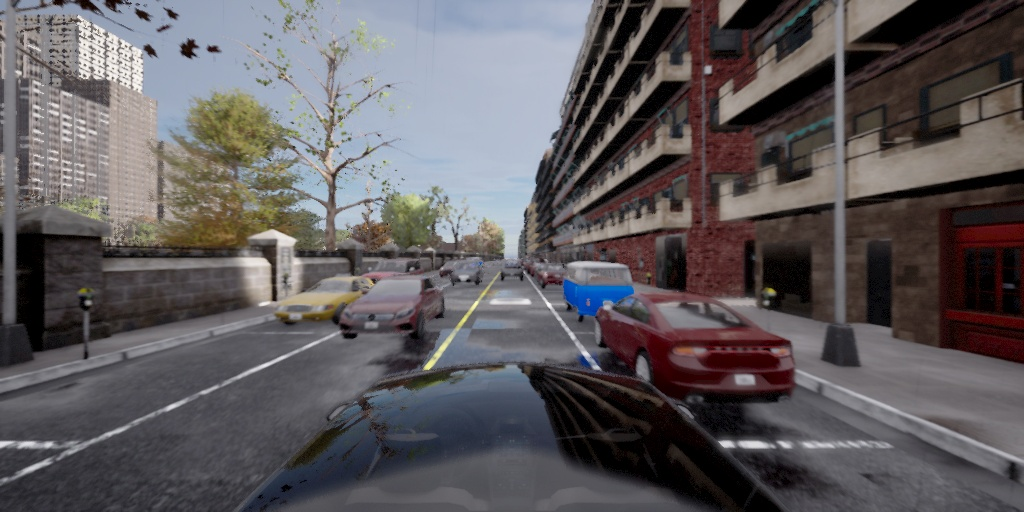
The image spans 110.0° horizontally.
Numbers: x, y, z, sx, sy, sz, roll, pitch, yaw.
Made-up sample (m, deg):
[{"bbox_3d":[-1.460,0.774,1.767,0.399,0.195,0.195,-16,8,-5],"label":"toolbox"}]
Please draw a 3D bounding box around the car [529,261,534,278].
[{"bbox_3d":[2.691,1.298,28.895,2.007,1.370,4.403,0,0,0],"label":"car"}]

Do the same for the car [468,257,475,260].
[{"bbox_3d":[-5.688,1.191,40.155,1.967,1.591,4.097,0,0,0],"label":"car"}]

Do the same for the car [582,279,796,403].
[{"bbox_3d":[2.691,1.293,6.374,1.888,1.381,4.507,0,0,0],"label":"car"}]

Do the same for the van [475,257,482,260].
[{"bbox_3d":[-5.689,1.100,51.415,1.690,1.789,3.998,0,0,0],"label":"van"}]

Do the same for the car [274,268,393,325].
[{"bbox_3d":[-5.689,1.272,11.835,1.751,1.417,4.829,0,0,0],"label":"car"}]

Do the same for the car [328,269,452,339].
[{"bbox_3d":[-3.093,1.273,10.216,1.812,1.442,4.674,0,0,0],"label":"car"}]

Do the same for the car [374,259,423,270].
[{"bbox_3d":[-5.689,1.061,17.635,2.192,1.841,5.009,0,0,0],"label":"car"}]

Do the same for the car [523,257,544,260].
[{"bbox_3d":[2.692,1.066,40.155,2.192,1.841,5.009,0,0,0],"label":"car"}]

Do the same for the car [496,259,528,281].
[{"bbox_3d":[0.011,1.239,30.192,2.128,1.511,4.902,0,0,0],"label":"car"}]

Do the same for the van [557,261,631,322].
[{"bbox_3d":[2.692,1.087,12.005,1.690,1.789,3.998,0,0,0],"label":"van"}]

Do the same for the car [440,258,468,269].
[{"bbox_3d":[-5.689,1.189,34.526,1.967,1.591,4.097,0,0,0],"label":"car"}]

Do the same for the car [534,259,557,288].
[{"bbox_3d":[2.692,1.186,23.265,1.967,1.591,4.097,0,0,0],"label":"car"}]

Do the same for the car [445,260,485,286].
[{"bbox_3d":[-3.076,1.238,25.351,2.128,1.511,4.902,0,0,0],"label":"car"}]

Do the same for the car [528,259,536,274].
[{"bbox_3d":[2.692,1.294,34.524,1.888,1.381,4.507,0,0,0],"label":"car"}]
